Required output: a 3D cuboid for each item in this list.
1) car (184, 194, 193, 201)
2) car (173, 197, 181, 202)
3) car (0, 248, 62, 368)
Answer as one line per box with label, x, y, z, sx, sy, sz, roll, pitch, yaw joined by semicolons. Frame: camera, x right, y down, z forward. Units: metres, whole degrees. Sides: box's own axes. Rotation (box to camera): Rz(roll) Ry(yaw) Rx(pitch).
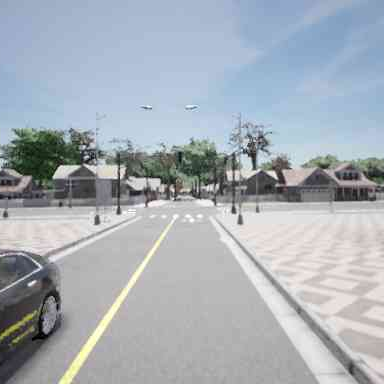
car;-0.954;1.481;89.792;2.150;2.045;5.566;0;0;-1
car;-3.574;1.825;81.601;1.895;1.301;4.718;0;0;-1
car;-3.100;1.506;3.745;1.837;1.490;4.892;0;0;0
